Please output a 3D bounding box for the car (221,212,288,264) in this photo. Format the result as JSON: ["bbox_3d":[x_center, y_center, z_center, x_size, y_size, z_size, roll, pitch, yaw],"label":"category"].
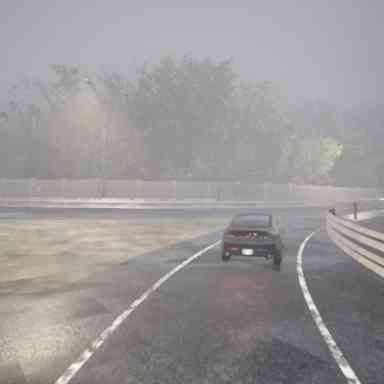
[{"bbox_3d":[2.301,1.461,11.821,1.837,1.490,4.892,0,0,17],"label":"car"}]
